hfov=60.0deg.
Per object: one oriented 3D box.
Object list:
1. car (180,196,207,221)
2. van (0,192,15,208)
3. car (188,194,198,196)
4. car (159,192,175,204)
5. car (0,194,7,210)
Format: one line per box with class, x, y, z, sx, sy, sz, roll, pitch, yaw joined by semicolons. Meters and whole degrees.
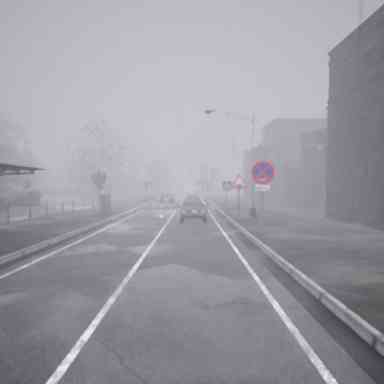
car;0.097;1.283;24.105;2.033;1.411;5.357;0;1;0
van;-22.005;0.984;36.772;4.442;1.987;1.878;0;0;0
car;0.103;0.938;42.109;1.994;1.385;4.181;0;2;0
car;-3.259;0.805;44.064;2.128;1.511;4.902;0;1;0
car;-22.148;1.259;34.001;4.792;1.488;2.163;0;0;0
